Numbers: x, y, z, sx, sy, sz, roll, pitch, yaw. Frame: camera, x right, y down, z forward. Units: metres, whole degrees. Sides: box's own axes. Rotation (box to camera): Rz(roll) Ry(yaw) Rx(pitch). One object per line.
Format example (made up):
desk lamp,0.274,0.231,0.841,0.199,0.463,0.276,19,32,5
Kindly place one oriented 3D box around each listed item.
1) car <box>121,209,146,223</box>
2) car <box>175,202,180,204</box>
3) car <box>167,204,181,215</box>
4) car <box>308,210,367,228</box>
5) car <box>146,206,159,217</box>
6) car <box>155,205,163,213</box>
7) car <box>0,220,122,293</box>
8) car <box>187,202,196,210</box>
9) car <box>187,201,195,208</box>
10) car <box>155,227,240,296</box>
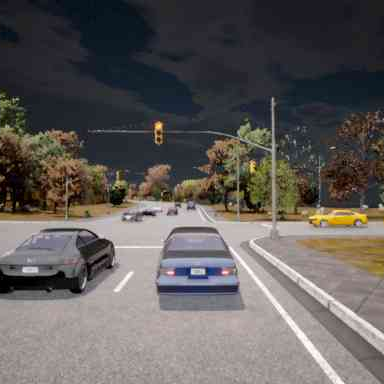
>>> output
car,-7.200,2.859,39.947,2.128,1.511,4.902,0,-3,0
car,-3.845,3.433,88.309,1.837,1.490,4.892,0,0,-4
car,-3.559,3.500,62.256,1.812,1.442,4.674,0,0,0
car,12.965,2.369,29.720,5.008,1.535,1.882,0,-3,-2
car,-7.230,3.488,56.057,1.895,1.301,4.718,0,-1,0
car,-7.179,3.517,69.564,1.812,1.442,4.674,0,0,0
car,-3.444,1.666,9.100,1.994,1.385,4.181,0,-1,0
car,-0.200,3.314,77.872,2.097,1.767,4.553,0,0,0
car,-0.321,3.248,88.051,1.882,1.535,5.008,0,0,-4
car,0.069,1.647,8.991,2.033,1.411,5.357,0,-1,-1
